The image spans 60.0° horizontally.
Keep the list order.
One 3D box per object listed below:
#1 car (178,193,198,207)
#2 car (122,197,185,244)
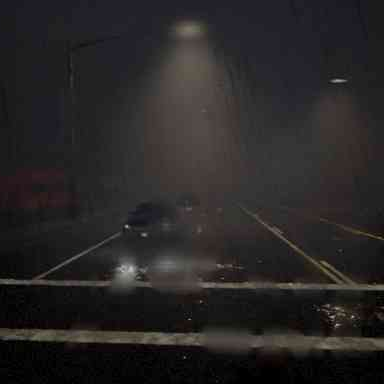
[{"bbox_3d":[-0.390,0.760,33.425,1.994,1.385,4.181,0,1,3],"label":"car"},{"bbox_3d":[-1.509,1.139,13.791,1.812,1.442,4.674,0,2,3],"label":"car"}]
